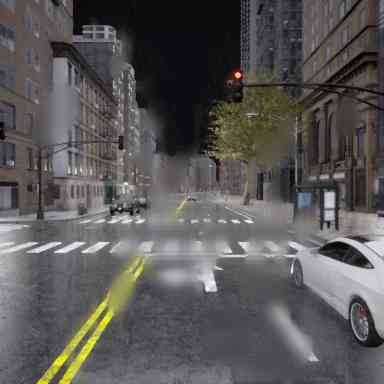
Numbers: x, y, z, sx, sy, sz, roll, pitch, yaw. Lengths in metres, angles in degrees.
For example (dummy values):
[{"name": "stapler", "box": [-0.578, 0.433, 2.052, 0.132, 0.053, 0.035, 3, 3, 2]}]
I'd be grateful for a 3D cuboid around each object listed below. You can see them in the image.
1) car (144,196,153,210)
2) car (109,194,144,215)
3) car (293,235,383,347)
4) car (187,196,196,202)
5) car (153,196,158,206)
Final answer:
[{"name": "car", "box": [-6.622, 1.436, 43.395, 1.882, 1.535, 5.008, 0, 0, 0]}, {"name": "car", "box": [-6.589, 1.197, 33.284, 2.150, 2.045, 5.566, 0, 0, 1]}, {"name": "car", "box": [3.346, 1.524, 6.171, 1.812, 1.442, 4.674, 0, 0, 0]}, {"name": "car", "box": [-0.036, 1.436, 73.533, 1.895, 1.301, 4.718, 0, 0, 0]}, {"name": "car", "box": [-6.619, 1.420, 53.713, 2.128, 1.511, 4.902, 0, 0, 0]}]
